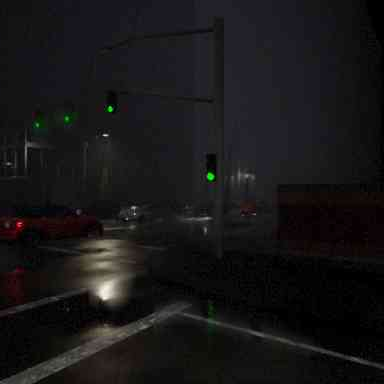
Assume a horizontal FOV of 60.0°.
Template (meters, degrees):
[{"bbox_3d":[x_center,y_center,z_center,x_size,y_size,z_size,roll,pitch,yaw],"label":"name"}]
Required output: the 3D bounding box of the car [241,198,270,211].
[{"bbox_3d":[8.048,1.581,41.971,1.812,1.442,4.674,0,0,36],"label":"car"}]

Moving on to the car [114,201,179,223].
[{"bbox_3d":[-3.441,1.656,25.951,1.895,1.301,4.718,0,0,36],"label":"car"}]

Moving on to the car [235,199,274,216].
[{"bbox_3d":[6.618,1.533,33.648,1.882,1.535,5.008,0,0,36],"label":"car"}]

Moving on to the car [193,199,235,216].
[{"bbox_3d":[2.076,1.533,33.653,1.882,1.535,5.008,0,0,35],"label":"car"}]

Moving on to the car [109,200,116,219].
[{"bbox_3d":[-7.706,1.407,26.001,2.097,1.767,4.553,0,0,36],"label":"car"}]

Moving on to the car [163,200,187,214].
[{"bbox_3d":[-2.387,1.560,33.433,1.837,1.490,4.892,0,0,36],"label":"car"}]

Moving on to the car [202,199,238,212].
[{"bbox_3d":[3.569,1.603,41.751,2.033,1.411,5.357,0,0,35],"label":"car"}]

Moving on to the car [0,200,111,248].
[{"bbox_3d":[-6.385,1.397,15.477,2.097,1.767,4.553,0,-1,36],"label":"car"}]
